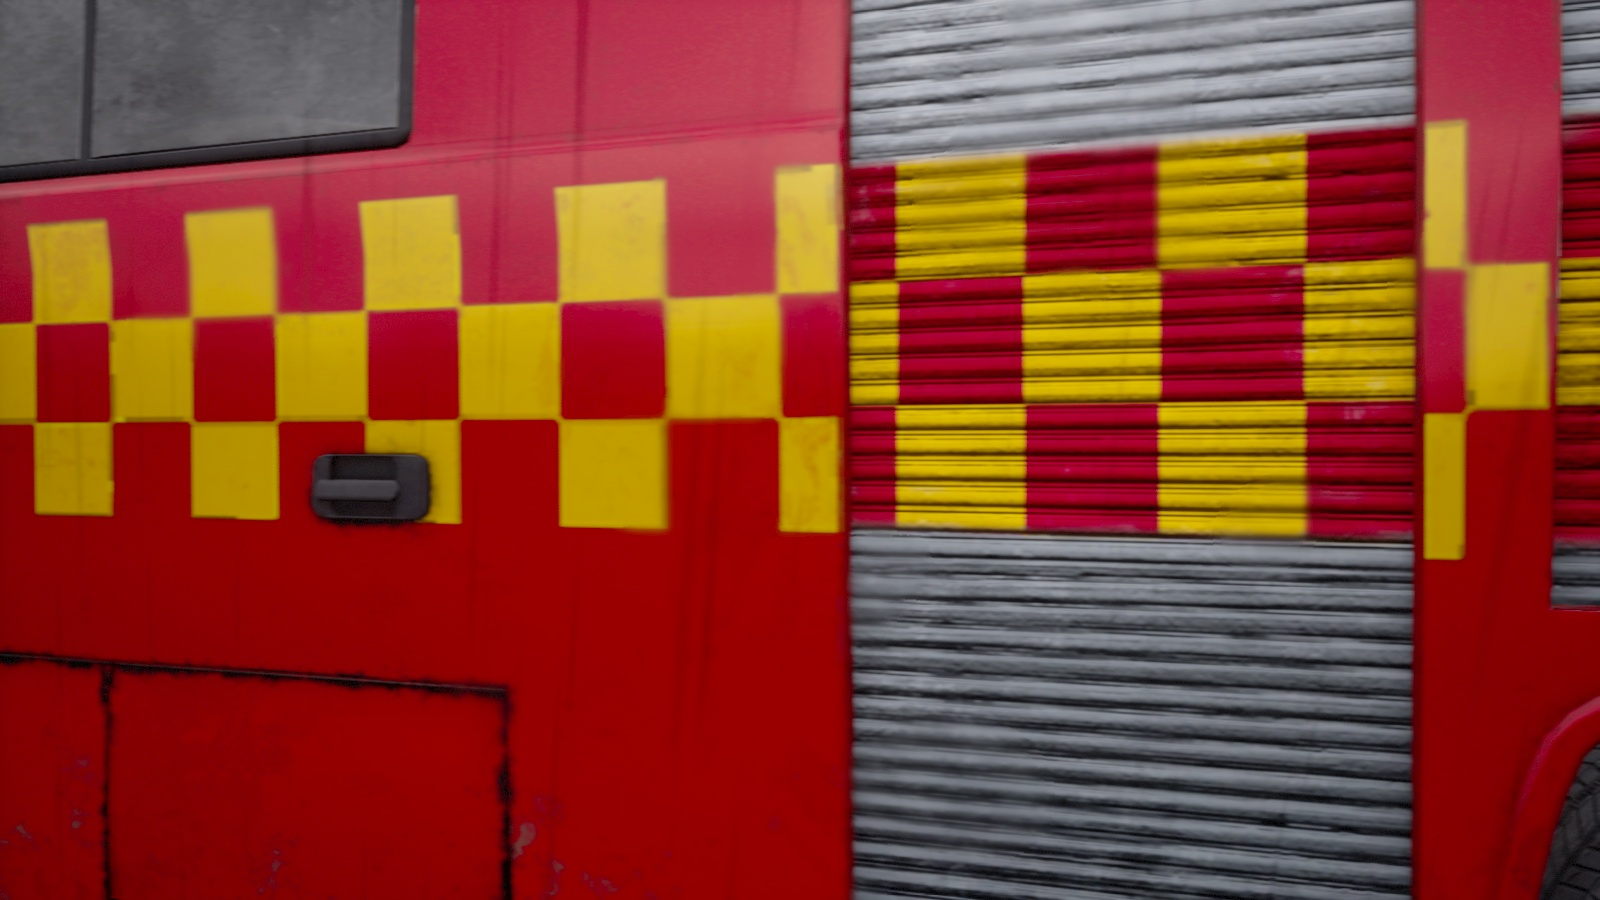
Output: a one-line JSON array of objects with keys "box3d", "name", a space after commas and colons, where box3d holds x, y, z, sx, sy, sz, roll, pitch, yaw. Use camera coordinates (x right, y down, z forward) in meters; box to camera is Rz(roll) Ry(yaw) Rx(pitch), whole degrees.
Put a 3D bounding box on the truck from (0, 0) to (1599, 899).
[{"box3d": [-0.593, -0.403, 3.903, 8.468, 3.827, 2.891, 1, 1, 19], "name": "truck"}]
